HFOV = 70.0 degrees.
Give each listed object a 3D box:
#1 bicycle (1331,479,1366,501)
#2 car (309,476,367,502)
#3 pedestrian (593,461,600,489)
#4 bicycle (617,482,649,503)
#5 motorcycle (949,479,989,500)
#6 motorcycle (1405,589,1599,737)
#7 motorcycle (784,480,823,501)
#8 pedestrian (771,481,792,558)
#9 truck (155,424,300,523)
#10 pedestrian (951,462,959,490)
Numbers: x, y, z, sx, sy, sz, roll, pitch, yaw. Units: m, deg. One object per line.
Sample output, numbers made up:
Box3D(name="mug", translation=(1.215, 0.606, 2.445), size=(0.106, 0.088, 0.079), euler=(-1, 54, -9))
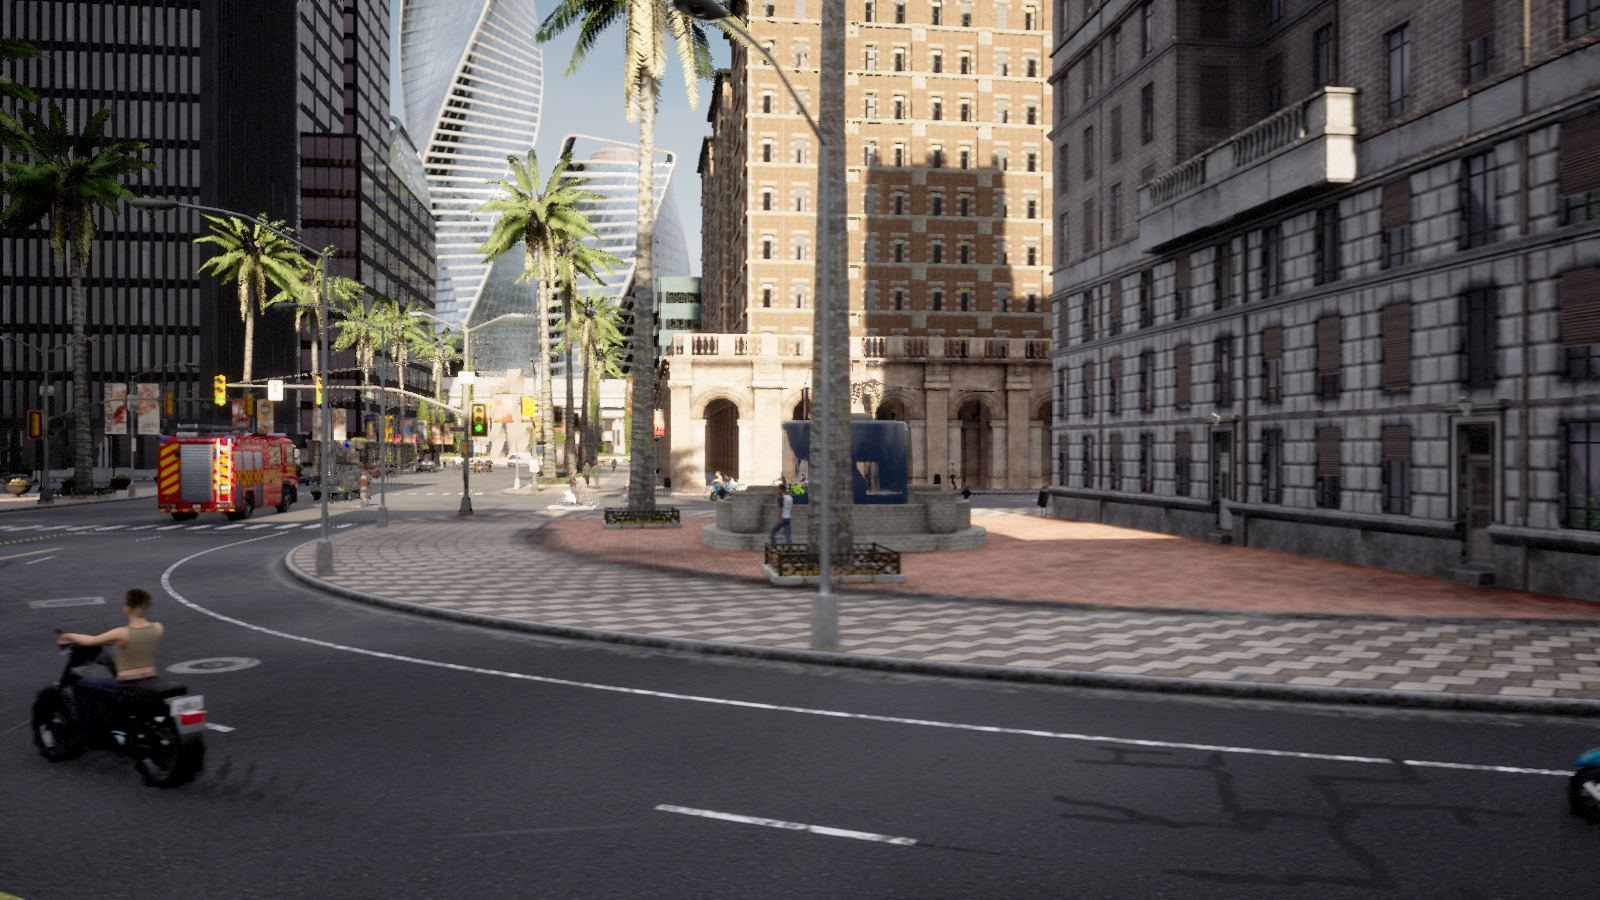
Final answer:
Box3D(name="bicycle", translation=(30.580, 2.226, 63.654), size=(1.835, 1.171, 0.329), euler=(0, 0, -4))
Box3D(name="car", translation=(-26.112, 2.167, 64.745), size=(1.895, 1.301, 4.718), euler=(0, 0, -7))
Box3D(name="pedestrian", translation=(-13.800, 1.712, 77.532), size=(0.375, 1.860, 0.375), euler=(0, 0, -3))
Box3D(name="bicycle", translation=(-8.901, 2.269, 60.969), size=(1.487, 1.080, 0.859), euler=(0, 0, 18))
Box3D(name="motorcycle", translation=(9.464, 2.228, 64.001), size=(2.033, 1.145, 0.803), euler=(0, 0, -9))
Box3D(name="motorcycle", translation=(7.586, 2.173, 11.770), size=(2.356, 1.277, 0.764), euler=(0, -1, 30))
Box3D(name="motorcycle", translation=(0.182, 2.227, 62.715), size=(2.033, 1.145, 0.803), euler=(0, 0, -9))
Box3D(name="pedestrian", translation=(-0.455, 1.702, 28.124), size=(0.375, 1.860, 0.375), euler=(0, 0, 39))
Box3D(name="truck", translation=(-23.990, 0.899, 48.415), size=(2.891, 3.827, 8.468), euler=(0, 0, -8))
Box3D(name="pedestrian", translation=(10.217, 1.713, 75.395), size=(0.375, 1.860, 0.375), euler=(0, 0, -14))
